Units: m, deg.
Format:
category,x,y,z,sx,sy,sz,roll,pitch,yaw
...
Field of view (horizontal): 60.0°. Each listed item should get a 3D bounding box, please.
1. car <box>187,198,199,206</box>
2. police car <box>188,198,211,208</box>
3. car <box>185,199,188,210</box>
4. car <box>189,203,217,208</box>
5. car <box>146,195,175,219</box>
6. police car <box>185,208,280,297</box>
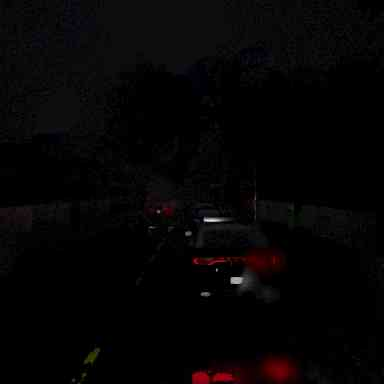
category,x,y,z,sx,sy,sz,roll,pitch,yaw
car,0.135,1.730,58.982,1.994,1.385,4.181,0,0,0
police car,0.880,1.453,24.738,1.930,1.638,5.238,0,0,0
car,0.119,1.667,45.423,1.994,1.385,4.181,0,0,2
car,0.866,1.543,18.624,1.812,1.442,4.674,0,0,0
car,-2.685,1.262,29.616,2.150,2.045,5.566,0,0,0
police car,0.843,1.432,8.730,1.930,1.638,5.238,0,0,0
